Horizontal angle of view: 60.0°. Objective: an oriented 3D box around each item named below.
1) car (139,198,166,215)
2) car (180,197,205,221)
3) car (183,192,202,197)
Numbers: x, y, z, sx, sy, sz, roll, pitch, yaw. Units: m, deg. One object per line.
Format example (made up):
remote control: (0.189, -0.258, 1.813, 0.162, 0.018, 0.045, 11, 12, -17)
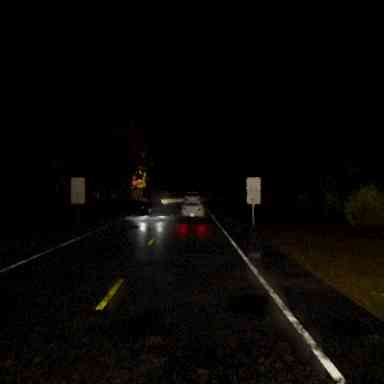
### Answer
car: (-3.581, 1.332, 30.899, 1.812, 1.442, 4.674, 0, 0, 1)
car: (0.028, 1.360, 25.573, 1.812, 1.442, 4.674, 0, 0, 0)
car: (0.053, 0.975, 43.150, 2.150, 2.045, 5.566, 0, 0, 0)
